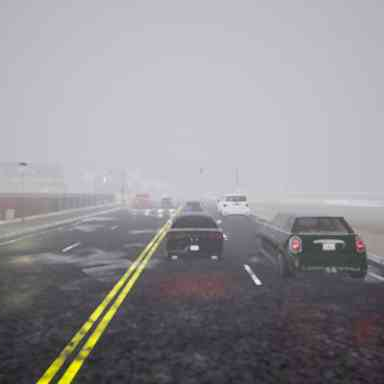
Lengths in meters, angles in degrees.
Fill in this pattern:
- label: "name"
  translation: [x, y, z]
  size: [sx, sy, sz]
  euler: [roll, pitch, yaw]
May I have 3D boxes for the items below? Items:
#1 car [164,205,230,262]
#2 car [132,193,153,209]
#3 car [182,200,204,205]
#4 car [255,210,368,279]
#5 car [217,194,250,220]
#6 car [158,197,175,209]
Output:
- label: "car"
  translation: [0.082, 1.453, 12.046]
  size: [1.882, 1.535, 5.008]
  euler: [0, 0, 0]
- label: "car"
  translation: [-6.575, 1.153, 44.694]
  size: [2.150, 2.045, 5.566]
  euler: [0, 0, 0]
- label: "car"
  translation: [0.093, 1.473, 29.413]
  size: [1.812, 1.442, 4.674]
  euler: [0, 0, 0]
- label: "car"
  translation: [3.319, 1.331, 10.170]
  size: [2.097, 1.767, 4.553]
  euler: [0, 0, 0]
- label: "car"
  translation: [3.341, 1.170, 27.508]
  size: [2.150, 2.045, 5.566]
  euler: [0, 0, 0]
- label: "car"
  translation: [-3.325, 1.435, 43.908]
  size: [1.837, 1.490, 4.892]
  euler: [0, 0, 0]
